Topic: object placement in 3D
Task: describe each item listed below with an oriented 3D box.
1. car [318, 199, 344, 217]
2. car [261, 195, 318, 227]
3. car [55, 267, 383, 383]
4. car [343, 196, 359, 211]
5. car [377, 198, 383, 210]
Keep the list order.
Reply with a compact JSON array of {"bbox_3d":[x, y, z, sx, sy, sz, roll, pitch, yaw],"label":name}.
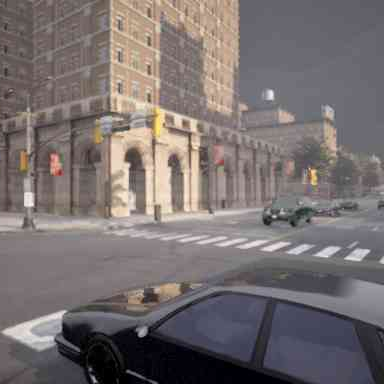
[{"bbox_3d":[12.847,1.509,31.886,1.837,1.490,4.892,0,0,35],"label":"car"},{"bbox_3d":[6.830,1.226,23.402,2.150,2.045,5.566,0,0,35],"label":"car"},{"bbox_3d":[0.888,1.548,3.362,5.357,1.411,2.033,0,0,35],"label":"car"},{"bbox_3d":[18.905,1.551,40.423,2.033,1.411,5.357,0,0,36],"label":"car"},{"bbox_3d":[25.248,1.506,43.059,1.837,1.490,4.892,0,0,35],"label":"car"}]
